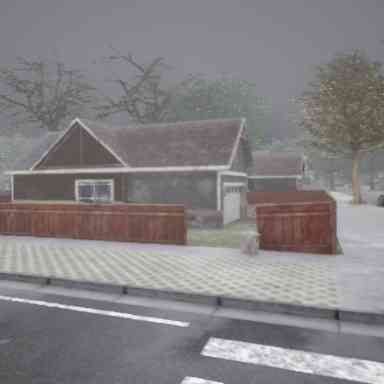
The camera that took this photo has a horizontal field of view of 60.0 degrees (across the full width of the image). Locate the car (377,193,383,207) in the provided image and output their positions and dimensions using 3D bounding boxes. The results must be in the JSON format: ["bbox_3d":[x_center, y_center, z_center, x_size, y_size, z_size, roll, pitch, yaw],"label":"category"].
[{"bbox_3d":[18.795,0.652,31.275,1.994,1.385,4.181,0,1,21],"label":"car"}]
